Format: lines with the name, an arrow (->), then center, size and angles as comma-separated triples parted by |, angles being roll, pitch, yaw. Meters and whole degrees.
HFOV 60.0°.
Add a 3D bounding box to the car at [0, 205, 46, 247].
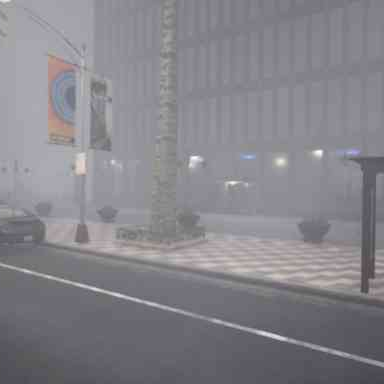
car -> -7.459, 1.232, 12.390 | 4.892, 1.521, 2.231 | 1, 1, 33
